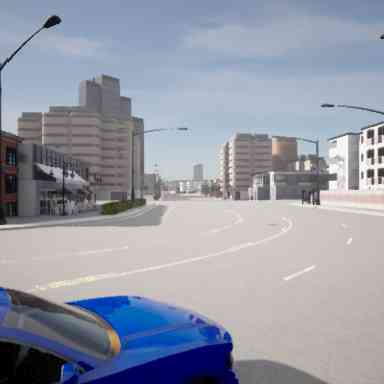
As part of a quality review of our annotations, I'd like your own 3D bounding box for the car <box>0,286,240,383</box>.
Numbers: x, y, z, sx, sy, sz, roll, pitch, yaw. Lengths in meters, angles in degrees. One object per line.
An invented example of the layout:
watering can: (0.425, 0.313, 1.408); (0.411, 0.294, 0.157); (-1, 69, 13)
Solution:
car: (-1.851, 1.471, 2.420); (5.008, 1.535, 1.882); (0, 0, -36)
